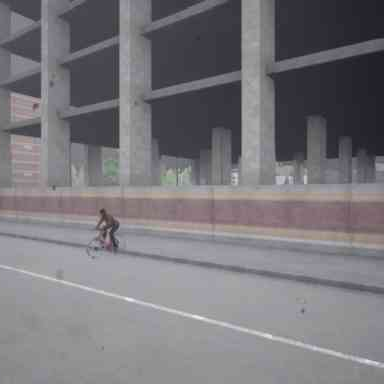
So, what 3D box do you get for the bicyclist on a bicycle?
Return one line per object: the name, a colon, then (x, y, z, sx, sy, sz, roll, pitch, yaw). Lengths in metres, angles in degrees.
bicyclist on a bicycle: (-2.915, 1.395, 11.380, 0.582, 1.620, 1.656, 0, 1, 35)
